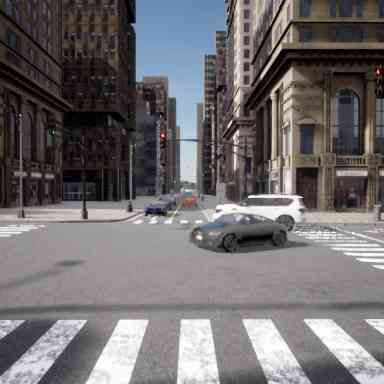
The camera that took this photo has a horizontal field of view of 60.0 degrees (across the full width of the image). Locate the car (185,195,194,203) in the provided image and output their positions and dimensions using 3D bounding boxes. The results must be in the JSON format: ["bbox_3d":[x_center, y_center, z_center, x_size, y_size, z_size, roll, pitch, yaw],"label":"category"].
[{"bbox_3d":[-0.577,1.488,72.937,1.837,1.490,4.892,0,0,0],"label":"car"}]

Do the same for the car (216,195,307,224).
[{"bbox_3d":[4.131,1.188,20.388,5.566,2.045,2.150,1,1,14],"label":"car"}]

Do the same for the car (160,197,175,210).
[{"bbox_3d":[-3.456,1.495,41.939,1.837,1.490,4.892,0,0,-1],"label":"car"}]

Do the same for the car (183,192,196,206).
[{"bbox_3d":[-0.353,1.340,55.015,2.097,1.767,4.553,0,0,0],"label":"car"}]

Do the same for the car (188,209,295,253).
[{"bbox_3d":[1.946,1.565,13.708,4.181,1.385,1.994,1,0,-33],"label":"car"}]

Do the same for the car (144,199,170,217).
[{"bbox_3d":[-3.369,1.593,31.612,1.895,1.301,4.718,0,0,-1],"label":"car"}]
